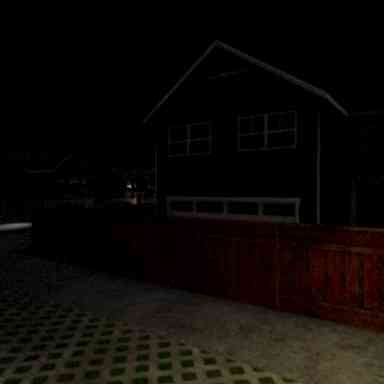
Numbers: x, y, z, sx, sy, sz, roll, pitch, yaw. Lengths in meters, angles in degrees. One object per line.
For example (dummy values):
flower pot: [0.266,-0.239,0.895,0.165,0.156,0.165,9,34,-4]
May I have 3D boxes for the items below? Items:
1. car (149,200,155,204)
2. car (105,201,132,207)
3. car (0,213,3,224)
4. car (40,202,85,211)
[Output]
car: [-5.030,1.855,50.736,1.882,1.535,5.008,0,0,16]
car: [-8.481,1.771,38.534,1.837,1.490,4.892,0,-1,16]
car: [-13.774,1.623,19.475,2.033,1.411,5.357,0,-1,15]
car: [-11.160,1.663,28.925,2.128,1.511,4.902,0,0,15]
